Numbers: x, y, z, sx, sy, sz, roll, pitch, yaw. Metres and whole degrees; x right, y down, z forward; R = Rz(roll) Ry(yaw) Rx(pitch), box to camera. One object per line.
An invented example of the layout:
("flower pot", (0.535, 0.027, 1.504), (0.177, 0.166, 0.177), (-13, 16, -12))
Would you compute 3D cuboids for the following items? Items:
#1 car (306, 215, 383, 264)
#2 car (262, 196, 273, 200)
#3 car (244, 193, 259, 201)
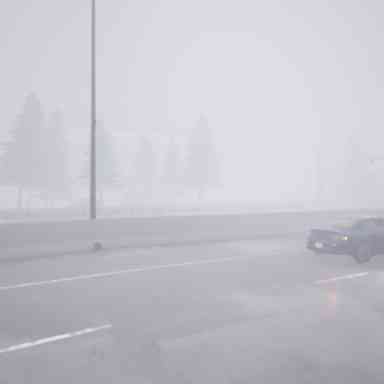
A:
("car", (6.130, 1.542, 11.810), (4.674, 1.442, 1.812), (0, 0, -28))
("car", (19.287, 1.645, 85.057), (1.994, 1.385, 4.181), (0, 0, -7))
("car", (15.724, 1.588, 85.651), (1.837, 1.490, 4.892), (0, 0, -7))
